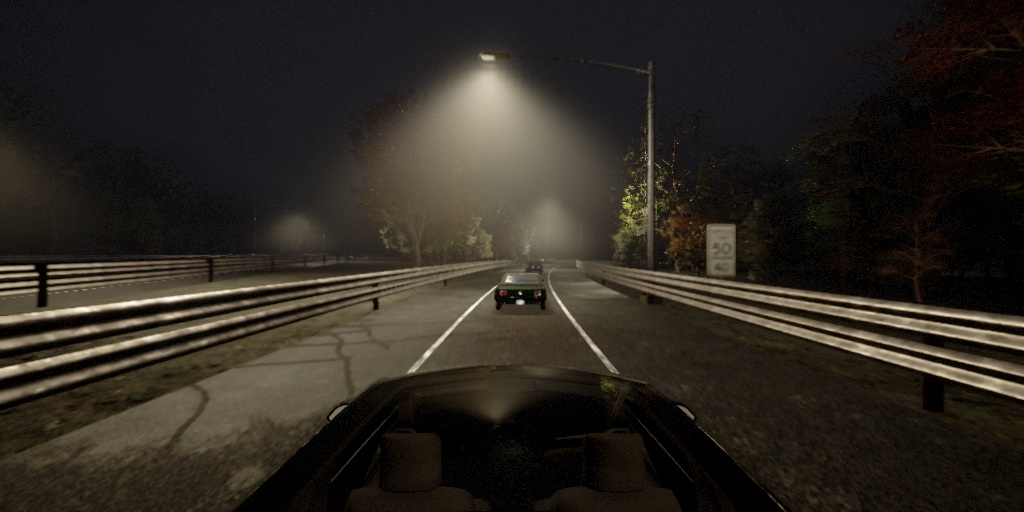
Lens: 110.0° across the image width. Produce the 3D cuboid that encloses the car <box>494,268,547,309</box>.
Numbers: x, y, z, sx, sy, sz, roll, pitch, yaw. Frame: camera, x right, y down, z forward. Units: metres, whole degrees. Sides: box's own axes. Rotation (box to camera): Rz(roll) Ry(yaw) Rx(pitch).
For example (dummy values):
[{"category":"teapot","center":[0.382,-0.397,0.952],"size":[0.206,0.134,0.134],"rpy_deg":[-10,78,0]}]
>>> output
[{"category":"car","center":[0.391,1.338,14.815],"size":[1.895,1.301,4.718],"rpy_deg":[0,0,2]}]

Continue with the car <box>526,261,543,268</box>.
[{"category":"car","center":[2.573,1.257,40.924],"size":[2.033,1.411,5.357],"rpy_deg":[0,0,7]}]
